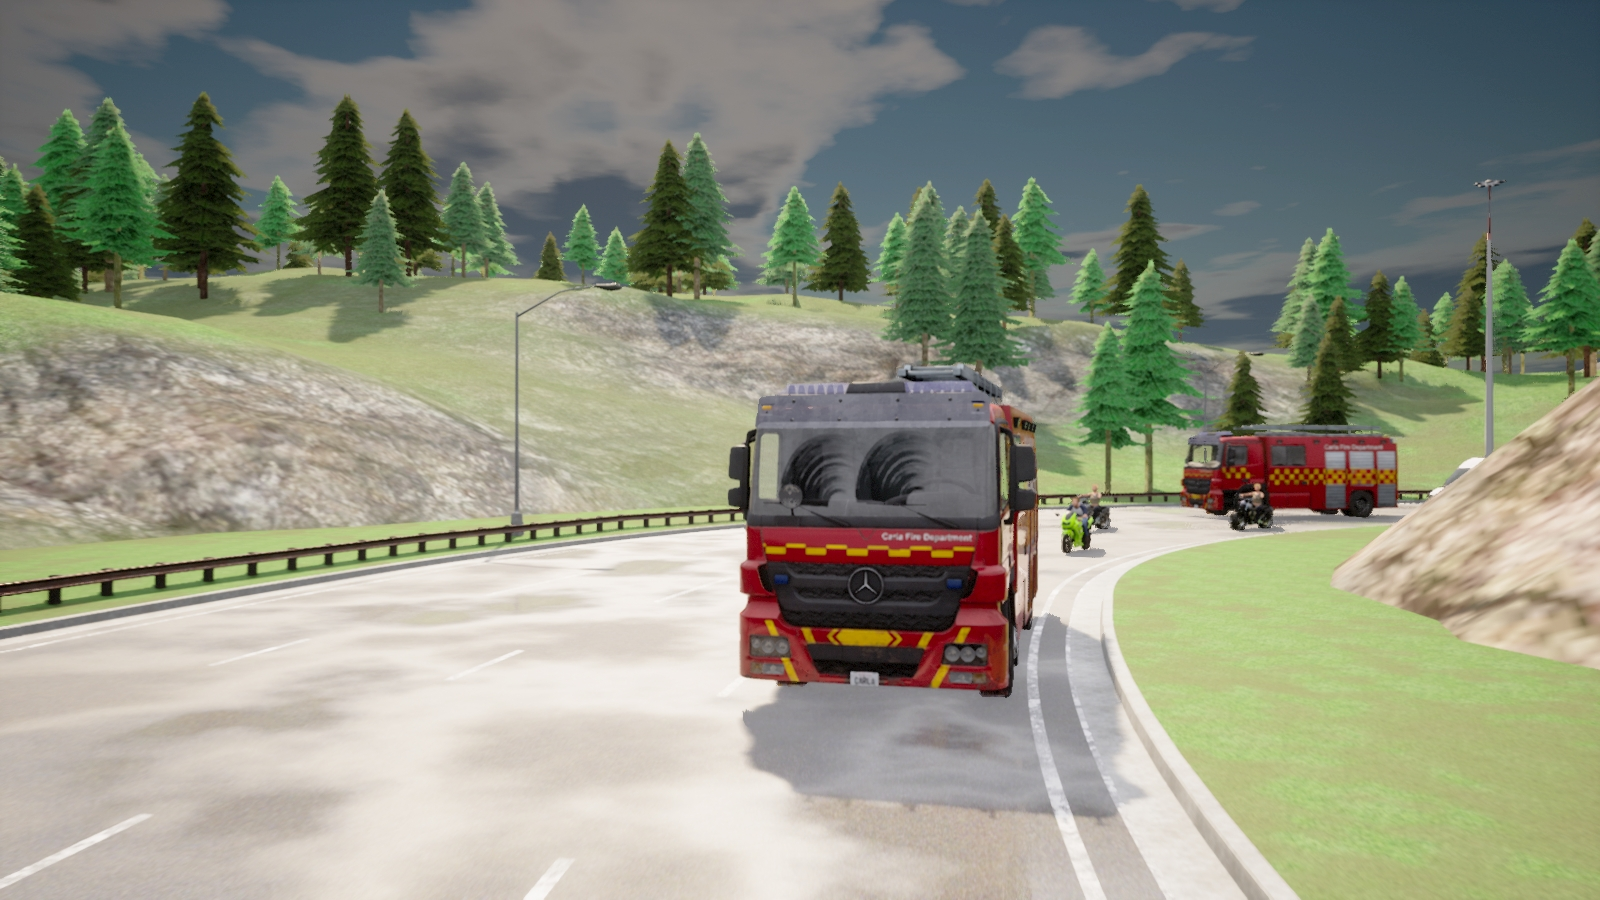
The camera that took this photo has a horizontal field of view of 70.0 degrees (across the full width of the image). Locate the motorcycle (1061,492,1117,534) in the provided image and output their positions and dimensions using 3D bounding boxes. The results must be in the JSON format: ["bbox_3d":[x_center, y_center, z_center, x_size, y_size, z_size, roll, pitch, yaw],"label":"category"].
[{"bbox_3d":[10.020,2.159,39.576,2.356,1.307,0.764,0,1,-44],"label":"motorcycle"}]

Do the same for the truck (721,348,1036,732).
[{"bbox_3d":[1.610,0.891,15.858,2.891,3.827,8.468,0,0,14],"label":"truck"}]

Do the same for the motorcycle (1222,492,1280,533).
[{"bbox_3d":[15.783,2.160,39.954,2.356,1.307,0.764,0,1,-36],"label":"motorcycle"}]

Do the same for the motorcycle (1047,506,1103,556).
[{"bbox_3d":[7.525,2.189,31.188,0.803,1.199,2.033,1,1,34],"label":"motorcycle"}]

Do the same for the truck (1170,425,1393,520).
[{"bbox_3d":[20.270,0.897,48.256,8.468,3.827,2.891,0,0,-10],"label":"truck"}]
